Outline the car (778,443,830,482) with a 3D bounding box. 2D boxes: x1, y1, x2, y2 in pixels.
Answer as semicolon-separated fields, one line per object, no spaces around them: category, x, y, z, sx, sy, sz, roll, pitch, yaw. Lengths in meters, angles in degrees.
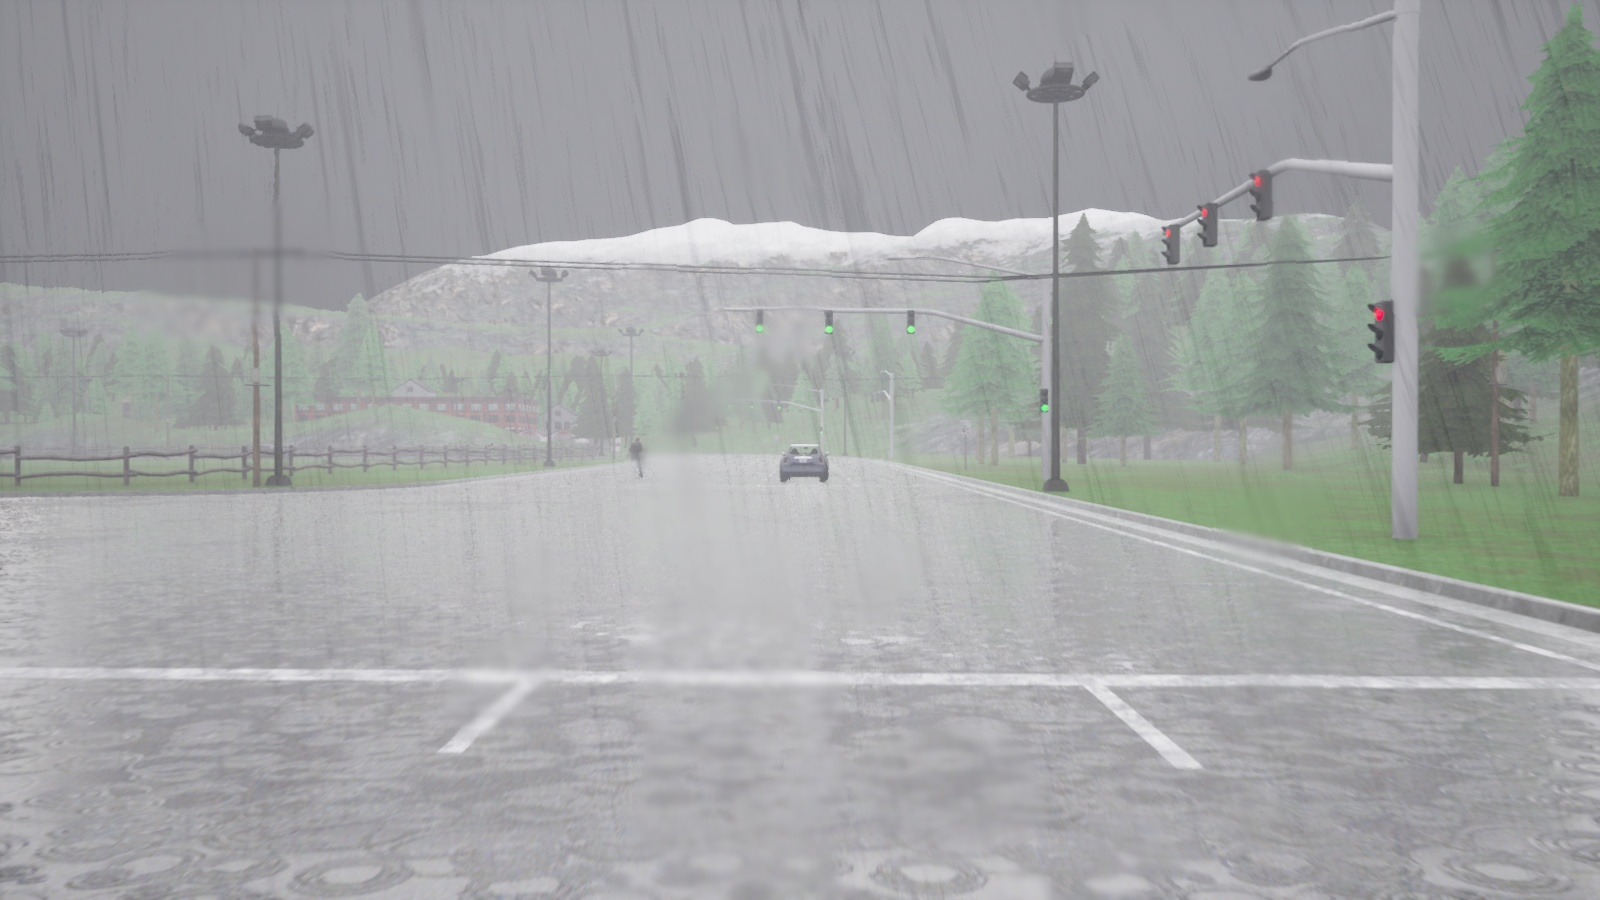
car;0.199;0.474;50.595;1.970;1.475;3.806;0;0;2
